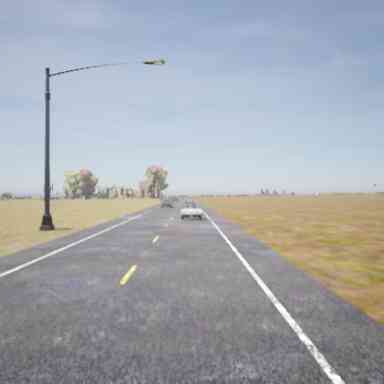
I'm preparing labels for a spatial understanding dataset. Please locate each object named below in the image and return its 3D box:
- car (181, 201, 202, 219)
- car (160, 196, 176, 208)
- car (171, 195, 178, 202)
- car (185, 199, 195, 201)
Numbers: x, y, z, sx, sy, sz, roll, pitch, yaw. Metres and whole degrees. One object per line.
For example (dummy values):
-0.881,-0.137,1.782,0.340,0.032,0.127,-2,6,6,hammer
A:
-0.070,1.779,30.772,1.895,1.301,4.718,0,0,-1,car
-4.077,1.835,53.858,1.837,1.490,4.892,0,0,-1,car
-5.059,1.858,94.155,2.150,2.045,5.566,0,0,-2,car
-0.296,1.776,47.078,2.128,1.511,4.902,0,0,-1,car
